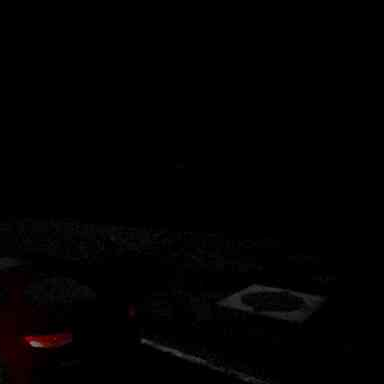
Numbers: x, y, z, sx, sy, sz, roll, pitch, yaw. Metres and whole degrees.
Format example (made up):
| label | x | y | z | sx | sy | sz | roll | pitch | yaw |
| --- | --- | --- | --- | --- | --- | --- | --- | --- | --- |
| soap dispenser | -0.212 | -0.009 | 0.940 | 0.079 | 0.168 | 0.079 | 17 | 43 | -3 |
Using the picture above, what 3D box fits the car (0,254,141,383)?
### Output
| label | x | y | z | sx | sy | sz | roll | pitch | yaw |
| --- | --- | --- | --- | --- | --- | --- | --- | --- | --- |
| car | -2.578 | 1.583 | 4.802 | 4.206 | 1.307 | 1.802 | 0 | 0 | 36 |
